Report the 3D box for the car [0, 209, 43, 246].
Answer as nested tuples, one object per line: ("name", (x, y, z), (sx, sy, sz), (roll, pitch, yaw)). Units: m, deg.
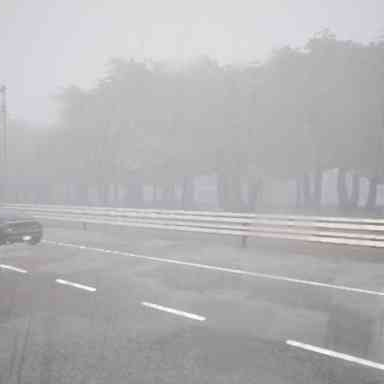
("car", (-8.245, 1.503, 14.063), (4.892, 1.490, 1.837), (0, 0, 36))
